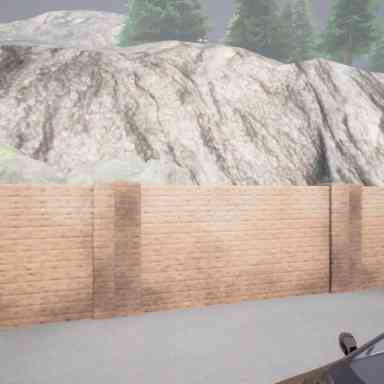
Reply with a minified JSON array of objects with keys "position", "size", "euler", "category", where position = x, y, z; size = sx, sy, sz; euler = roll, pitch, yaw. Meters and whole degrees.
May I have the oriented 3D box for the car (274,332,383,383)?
[{"position":[2.178,1.492,1.904],"size":[4.902,1.511,2.128],"euler":[0,0,-18],"category":"car"}]
